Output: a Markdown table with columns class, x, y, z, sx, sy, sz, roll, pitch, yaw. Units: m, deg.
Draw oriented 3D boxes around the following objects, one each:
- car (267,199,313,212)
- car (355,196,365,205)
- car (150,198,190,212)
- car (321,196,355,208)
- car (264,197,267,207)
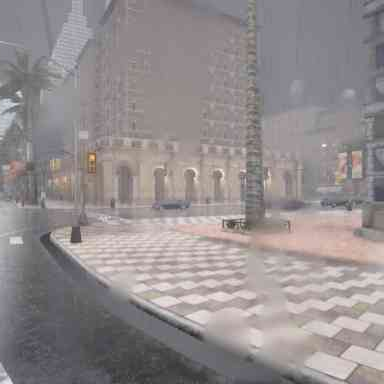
| class | x | y | z | sx | sy | sz | roll | pitch | yaw |
| --- | --- | --- | --- | --- | --- | --- | --- | --- | --- |
| car | 11.877 | 1.547 | 39.447 | 5.357 | 1.411 | 2.033 | 0 | 0 | -30 |
| car | 27.775 | 1.520 | 56.955 | 4.892 | 1.490 | 1.837 | 0 | 0 | -30 |
| car | -2.576 | 1.491 | 39.399 | 4.902 | 1.511 | 2.128 | 0 | 0 | -28 |
| car | 21.102 | 1.492 | 48.934 | 4.902 | 1.511 | 2.128 | 0 | 0 | -30 |
| car | 9.564 | 1.564 | 46.415 | 4.181 | 1.385 | 1.994 | 0 | 0 | -30 |
